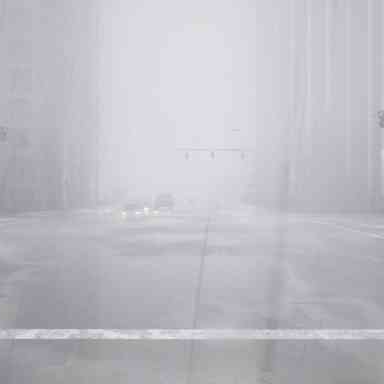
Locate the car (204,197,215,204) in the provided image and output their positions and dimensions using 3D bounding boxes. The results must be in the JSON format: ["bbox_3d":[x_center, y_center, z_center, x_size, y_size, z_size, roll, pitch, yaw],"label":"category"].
[{"bbox_3d":[3.417,1.601,64.963,1.895,1.301,4.718,0,0,0],"label":"car"}]

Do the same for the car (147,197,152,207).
[{"bbox_3d":[-7.152,1.491,50.696,2.128,1.511,4.902,0,0,0],"label":"car"}]

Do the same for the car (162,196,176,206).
[{"bbox_3d":[-3.649,1.478,54.300,1.882,1.535,5.008,0,0,0],"label":"car"}]

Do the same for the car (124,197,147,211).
[{"bbox_3d":[-7.151,1.478,41.209,1.882,1.535,5.008,0,0,0],"label":"car"}]

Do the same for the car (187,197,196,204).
[{"bbox_3d":[-0.083,1.601,65.498,1.895,1.301,4.718,0,0,0],"label":"car"}]

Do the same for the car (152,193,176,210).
[{"bbox_3d":[-3.655,1.221,44.304,2.150,2.045,5.566,0,0,0],"label":"car"}]
